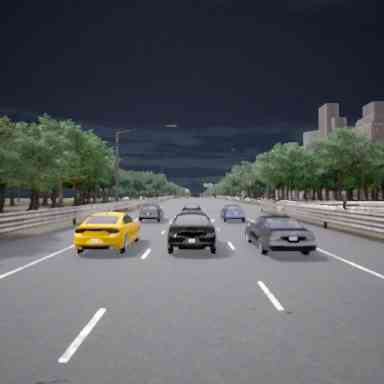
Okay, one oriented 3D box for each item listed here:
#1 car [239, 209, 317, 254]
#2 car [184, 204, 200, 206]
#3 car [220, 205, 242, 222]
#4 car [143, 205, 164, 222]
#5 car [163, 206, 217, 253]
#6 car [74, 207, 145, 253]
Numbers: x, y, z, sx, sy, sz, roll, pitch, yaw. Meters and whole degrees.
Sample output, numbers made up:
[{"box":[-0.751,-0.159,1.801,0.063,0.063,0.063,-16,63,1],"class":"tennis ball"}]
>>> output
[{"box":[3.499,1.681,13.997,2.033,1.411,5.357,0,-1,0],"class":"car"},{"box":[0.000,1.764,29.297,2.128,1.511,4.902,0,0,0],"class":"car"},{"box":[3.497,1.816,28.995,2.033,1.411,5.357,0,0,0],"class":"car"},{"box":[-3.504,1.816,28.995,2.033,1.411,5.357,0,0,0],"class":"car"},{"box":[0.005,1.615,14.467,1.882,1.535,5.008,0,0,0],"class":"car"},{"box":[-3.495,1.615,14.481,1.882,1.535,5.008,0,0,0],"class":"car"}]
